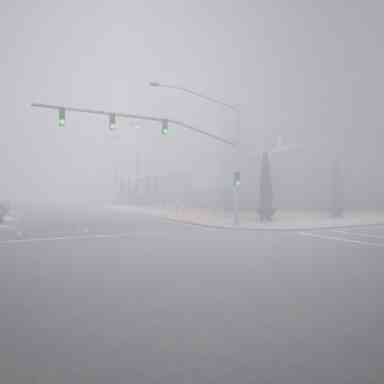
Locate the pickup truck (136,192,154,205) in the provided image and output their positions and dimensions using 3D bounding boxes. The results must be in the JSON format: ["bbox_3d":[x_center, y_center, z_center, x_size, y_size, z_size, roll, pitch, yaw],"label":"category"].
[{"bbox_3d":[-7.348,1.059,53.853,2.390,2.098,6.274,0,0,3],"label":"pickup truck"}]

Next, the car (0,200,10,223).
[{"bbox_3d":[-15.030,1.547,24.895,2.033,1.411,5.357,0,0,-27],"label":"car"}]

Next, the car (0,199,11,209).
[{"bbox_3d":[-19.702,1.601,33.855,1.895,1.301,4.718,0,0,-27],"label":"car"}]

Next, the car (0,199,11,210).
[{"bbox_3d":[-24.306,1.600,42.684,1.895,1.301,4.718,0,0,-27],"label":"car"}]
